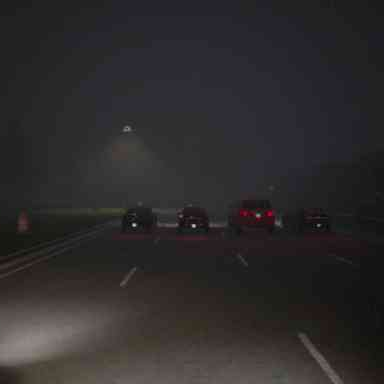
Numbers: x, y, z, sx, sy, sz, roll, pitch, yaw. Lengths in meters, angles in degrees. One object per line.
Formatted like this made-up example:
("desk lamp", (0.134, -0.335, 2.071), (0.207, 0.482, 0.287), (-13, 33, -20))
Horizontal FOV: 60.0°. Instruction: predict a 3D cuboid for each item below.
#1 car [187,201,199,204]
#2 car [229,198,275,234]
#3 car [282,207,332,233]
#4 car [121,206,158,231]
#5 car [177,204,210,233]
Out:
("car", (0.088, 1.891, 43.245), (2.128, 1.511, 4.902), (0, -1, 0))
("car", (3.604, 1.412, 20.802), (2.150, 2.045, 5.566), (0, -1, 0))
("car", (7.104, 1.685, 21.032), (2.128, 1.511, 4.902), (0, -1, 0))
("car", (-3.396, 1.709, 21.988), (1.837, 1.490, 4.892), (0, 0, 0))
("car", (0.104, 1.699, 21.195), (1.837, 1.490, 4.892), (0, -1, 0))
